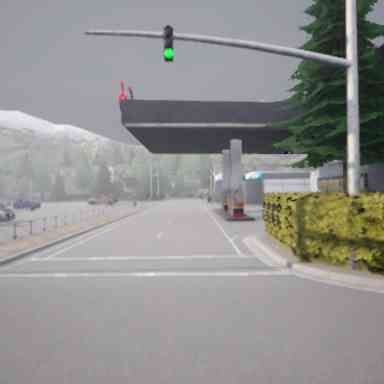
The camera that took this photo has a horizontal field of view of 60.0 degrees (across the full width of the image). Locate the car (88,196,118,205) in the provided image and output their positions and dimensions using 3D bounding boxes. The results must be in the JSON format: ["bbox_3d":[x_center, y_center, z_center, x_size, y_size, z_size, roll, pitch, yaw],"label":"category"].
[{"bbox_3d":[-16.372,1.563,60.551,5.027,1.636,2.152,-1,0,0],"label":"car"}]

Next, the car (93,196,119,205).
[{"bbox_3d":[-16.439,1.566,63.687,4.514,1.523,2.007,-1,0,0],"label":"car"}]

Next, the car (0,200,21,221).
[{"bbox_3d":[-16.164,1.671,26.294,3.806,1.475,1.970,-1,0,0],"label":"car"}]

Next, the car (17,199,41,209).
[{"bbox_3d":[-23.991,1.723,48.670,3.633,1.501,1.845,-1,0,0],"label":"car"}]

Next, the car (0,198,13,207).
[{"bbox_3d":[-35.034,1.967,60.613,3.806,1.475,1.970,-1,0,0],"label":"car"}]
